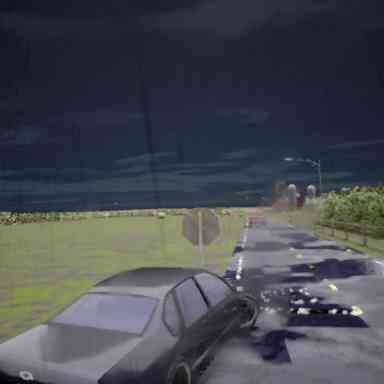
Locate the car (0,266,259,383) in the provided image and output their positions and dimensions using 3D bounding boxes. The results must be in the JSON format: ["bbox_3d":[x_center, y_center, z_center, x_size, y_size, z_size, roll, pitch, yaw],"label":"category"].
[{"bbox_3d":[-0.429,1.900,5.192,2.033,1.411,5.357,-3,-4,23],"label":"car"}]

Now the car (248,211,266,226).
[{"bbox_3d":[9.230,3.726,47.012,2.150,2.045,5.566,-2,-3,10],"label":"car"}]
